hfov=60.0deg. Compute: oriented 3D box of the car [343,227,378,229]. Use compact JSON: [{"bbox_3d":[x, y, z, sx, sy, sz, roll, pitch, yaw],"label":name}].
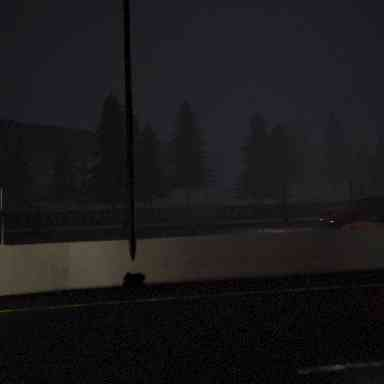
[{"bbox_3d":[8.659,1.474,13.611,5.008,1.535,1.882,-2,-1,-2],"label":"car"}]
